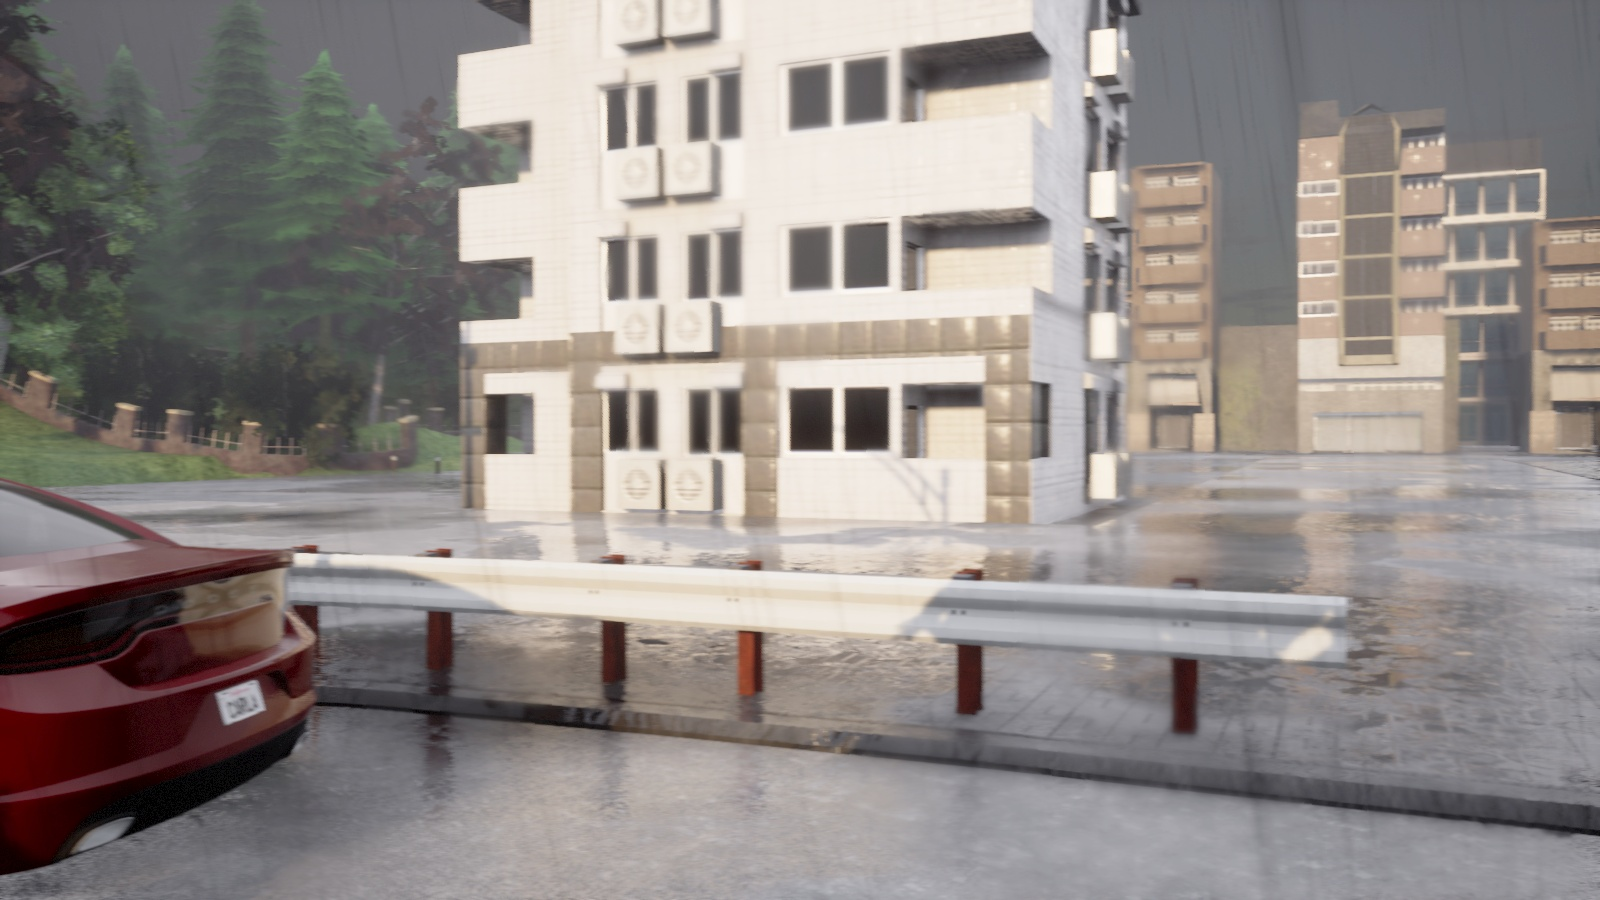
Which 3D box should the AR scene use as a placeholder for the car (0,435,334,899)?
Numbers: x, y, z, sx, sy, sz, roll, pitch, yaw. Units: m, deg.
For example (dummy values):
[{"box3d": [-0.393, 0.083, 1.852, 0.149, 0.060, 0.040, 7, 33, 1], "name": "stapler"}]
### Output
[{"box3d": [-4.605, 0.710, 4.768, 5.008, 1.535, 1.882, 0, 1, 7], "name": "car"}]
